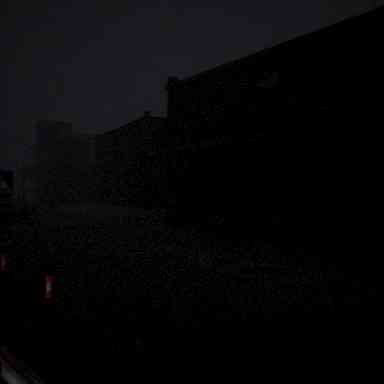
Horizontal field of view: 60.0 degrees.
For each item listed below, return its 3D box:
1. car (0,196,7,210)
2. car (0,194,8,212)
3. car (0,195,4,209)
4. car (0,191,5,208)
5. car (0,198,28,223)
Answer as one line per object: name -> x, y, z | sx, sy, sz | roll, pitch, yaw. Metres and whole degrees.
car -> -22.830, 1.204, 35.667 | 5.008, 1.535, 2.097 | 0, 1, -34
car -> -21.161, 1.114, 33.288 | 4.553, 1.767, 2.185 | 0, 1, -34
car -> -24.317, 1.172, 37.865 | 4.892, 1.521, 2.231 | 0, 1, -34
car -> -25.863, 0.885, 40.170 | 5.566, 2.045, 2.435 | 0, 1, -34
car -> -13.441, 1.392, 21.877 | 4.792, 1.488, 2.163 | 0, 0, -34
